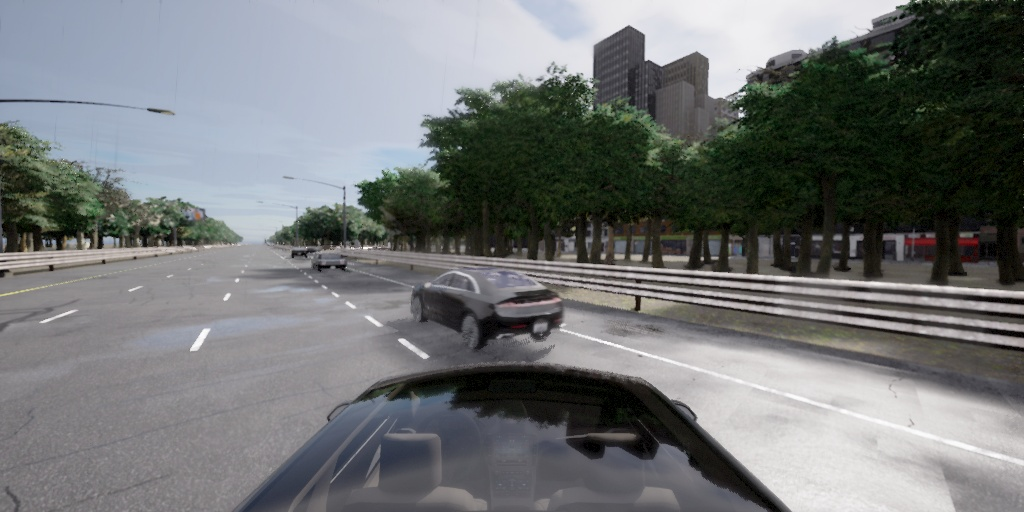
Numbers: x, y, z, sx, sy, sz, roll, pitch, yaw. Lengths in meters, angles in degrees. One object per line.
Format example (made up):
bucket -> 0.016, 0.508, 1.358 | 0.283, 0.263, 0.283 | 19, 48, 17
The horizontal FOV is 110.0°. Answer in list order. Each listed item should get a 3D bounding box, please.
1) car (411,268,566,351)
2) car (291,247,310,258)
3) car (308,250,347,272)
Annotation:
car -> -0.859, 1.022, 8.547 | 2.128, 1.511, 4.902 | -1, 2, -35
car -> -30.900, -0.562, 52.124 | 1.882, 1.535, 5.008 | -1, 2, -30
car -> -14.050, 0.450, 27.405 | 1.895, 1.301, 4.718 | -1, 2, -35
